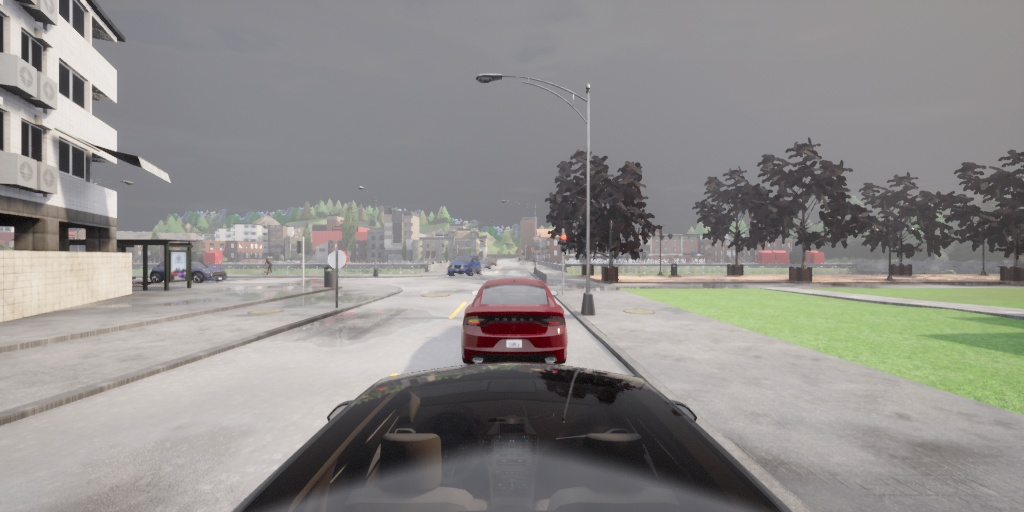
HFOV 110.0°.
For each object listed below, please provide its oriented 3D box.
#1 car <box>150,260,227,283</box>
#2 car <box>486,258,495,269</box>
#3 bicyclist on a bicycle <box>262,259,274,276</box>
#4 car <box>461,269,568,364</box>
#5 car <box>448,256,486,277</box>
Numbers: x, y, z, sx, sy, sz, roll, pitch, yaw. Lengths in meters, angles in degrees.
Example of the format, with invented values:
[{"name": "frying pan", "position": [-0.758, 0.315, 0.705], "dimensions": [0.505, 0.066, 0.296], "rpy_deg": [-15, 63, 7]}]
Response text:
[{"name": "car", "position": [-24.140, 1.102, 26.911], "dimensions": [4.553, 1.767, 2.097], "rpy_deg": [0, 0, 0]}, {"name": "car", "position": [-4.088, 1.241, 52.487], "dimensions": [2.128, 1.511, 4.902], "rpy_deg": [0, 0, 0]}, {"name": "bicyclist on a bicycle", "position": [-24.021, 1.099, 35.307], "dimensions": [0.582, 1.620, 1.656], "rpy_deg": [0, 0, 0]}, {"name": "car", "position": [0.054, 1.228, 8.115], "dimensions": [1.882, 1.535, 5.008], "rpy_deg": [0, 0, 0]}, {"name": "car", "position": [-4.601, 0.973, 35.790], "dimensions": [2.150, 2.045, 5.566], "rpy_deg": [0, 0, 10]}]
